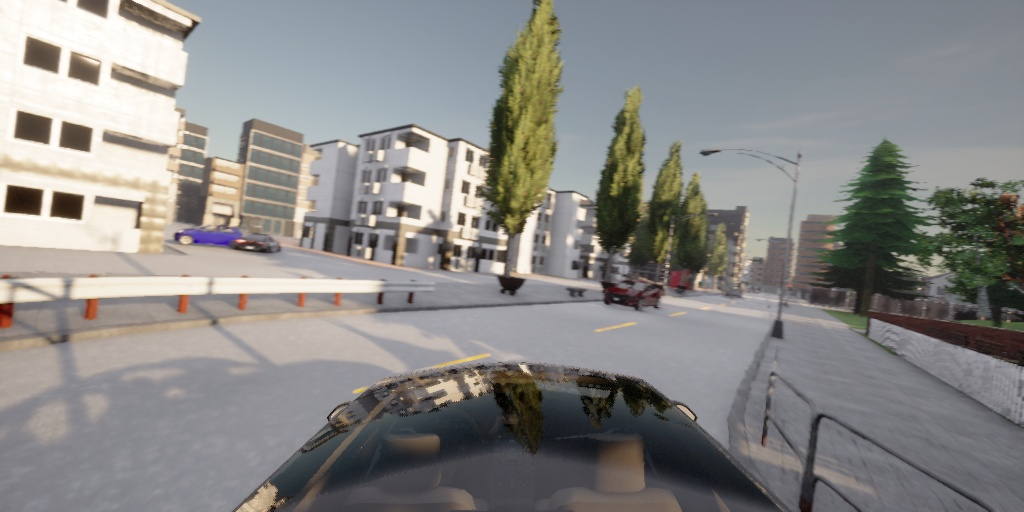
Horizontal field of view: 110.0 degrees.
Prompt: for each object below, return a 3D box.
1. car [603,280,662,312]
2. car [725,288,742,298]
[{"bbox_3d":[6.790,2.082,19.882,1.882,1.535,5.008,7,0,38],"label":"car"},{"bbox_3d":[34.059,5.671,55.045,1.895,1.301,4.718,7,0,38],"label":"car"}]
